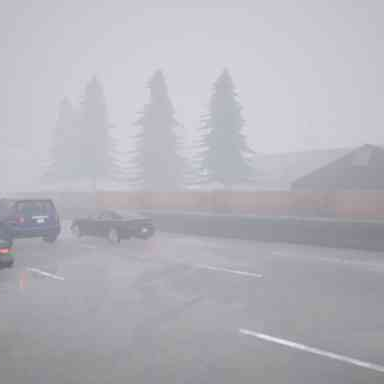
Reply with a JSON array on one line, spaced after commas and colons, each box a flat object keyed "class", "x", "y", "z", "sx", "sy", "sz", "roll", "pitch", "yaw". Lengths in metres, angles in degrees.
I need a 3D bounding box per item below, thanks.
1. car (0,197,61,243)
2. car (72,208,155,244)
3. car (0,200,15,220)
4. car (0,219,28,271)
[{"class": "car", "x": -8.128, "y": 1.265, "z": 15.220, "sx": 5.566, "sy": 2.045, "sz": 2.150, "roll": 0, "pitch": 0, "yaw": 42}, {"class": "car", "x": -3.950, "y": 1.531, "z": 16.237, "sx": 5.008, "sy": 1.535, "sz": 1.882, "roll": 0, "pitch": 0, "yaw": 41}, {"class": "car", "x": -17.681, "y": 1.574, "z": 29.793, "sx": 2.128, "sy": 1.511, "sz": 4.902, "roll": 0, "pitch": 0, "yaw": -42}, {"class": "car", "x": -7.078, "y": 1.573, "z": 9.658, "sx": 5.357, "sy": 1.411, "sz": 2.033, "roll": 0, "pitch": 0, "yaw": 40}]
